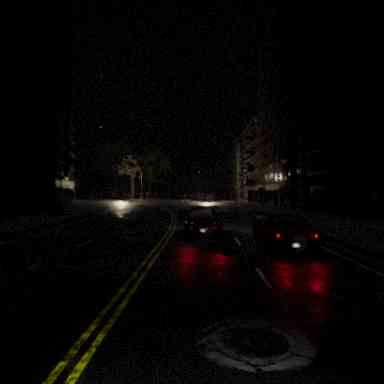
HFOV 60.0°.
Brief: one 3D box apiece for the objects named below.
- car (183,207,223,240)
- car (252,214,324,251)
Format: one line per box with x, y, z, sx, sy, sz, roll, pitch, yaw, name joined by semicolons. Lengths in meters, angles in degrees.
0.539;1.447;16.560;1.812;1.442;4.674;0;0;2;car
3.716;1.553;13.823;1.895;1.301;4.718;0;0;2;car
